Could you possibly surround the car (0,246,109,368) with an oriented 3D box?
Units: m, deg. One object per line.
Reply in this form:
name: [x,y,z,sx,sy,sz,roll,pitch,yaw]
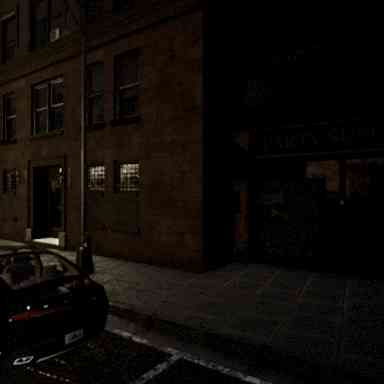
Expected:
car: [-3.229,1.557,5.398,4.403,1.369,2.008,0,0,36]
